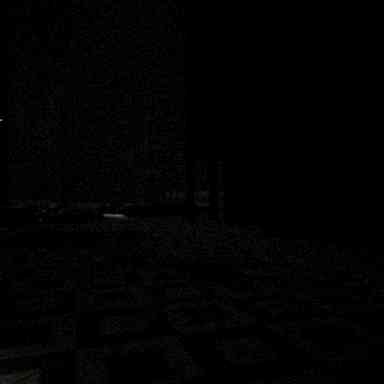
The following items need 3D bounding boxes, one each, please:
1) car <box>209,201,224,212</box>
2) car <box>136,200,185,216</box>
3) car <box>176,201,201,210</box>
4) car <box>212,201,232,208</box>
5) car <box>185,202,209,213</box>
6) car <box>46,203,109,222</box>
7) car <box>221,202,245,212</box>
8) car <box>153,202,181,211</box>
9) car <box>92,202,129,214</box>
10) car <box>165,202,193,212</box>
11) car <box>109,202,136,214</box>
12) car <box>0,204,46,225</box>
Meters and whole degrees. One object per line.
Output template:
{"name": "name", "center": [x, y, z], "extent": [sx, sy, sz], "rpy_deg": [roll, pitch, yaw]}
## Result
{"name": "car", "center": [3.116, 2.245, 46.928], "extent": [1.802, 1.307, 4.206], "rpy_deg": [-1, -2, 36]}
{"name": "car", "center": [-3.446, 1.790, 37.742], "extent": [2.192, 1.841, 5.009], "rpy_deg": [-1, -2, 36]}
{"name": "car", "center": [-0.545, 2.304, 56.474], "extent": [2.008, 1.369, 4.403], "rpy_deg": [-1, -2, 36]}
{"name": "car", "center": [6.012, 2.493, 65.662], "extent": [2.008, 1.369, 4.403], "rpy_deg": [-1, -2, 36]}
{"name": "car", "center": [-0.166, 2.113, 42.330], "extent": [1.887, 1.381, 4.507], "rpy_deg": [-1, -2, 36]}
{"name": "car", "center": [-9.903, 1.822, 28.687], "extent": [1.752, 1.417, 4.829], "rpy_deg": [-1, -2, 36]}
{"name": "car", "center": [6.391, 2.303, 51.517], "extent": [1.887, 1.381, 4.507], "rpy_deg": [-1, -2, 36]}
{"name": "car", "center": [-3.823, 2.208, 51.881], "extent": [2.008, 1.369, 4.403], "rpy_deg": [-1, -2, 36]}
{"name": "car", "center": [-10.379, 2.014, 42.694], "extent": [1.887, 1.381, 4.507], "rpy_deg": [-1, -2, 36]}
{"name": "car", "center": [-1.871, 2.216, 49.933], "extent": [1.994, 1.385, 4.181], "rpy_deg": [0, -1, 37]}
{"name": "car", "center": [-7.732, 2.010, 41.783], "extent": [1.812, 1.442, 4.674], "rpy_deg": [0, -1, 35]}
{"name": "car", "center": [-13.279, 1.773, 23.955], "extent": [1.947, 1.339, 4.313], "rpy_deg": [-1, -2, 36]}
